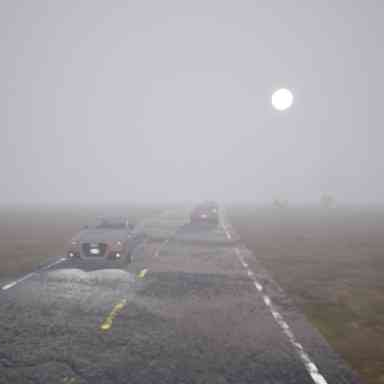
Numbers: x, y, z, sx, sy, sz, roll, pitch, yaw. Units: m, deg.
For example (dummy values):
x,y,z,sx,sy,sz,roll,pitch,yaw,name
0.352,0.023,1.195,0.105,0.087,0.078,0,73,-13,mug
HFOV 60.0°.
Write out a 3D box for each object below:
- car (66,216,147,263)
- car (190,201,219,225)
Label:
x,y,z,sx,sy,sz,roll,pitch,yaw,name
-2.858,1.583,11.959,1.994,1.385,4.181,0,0,2,car
0.917,1.605,24.488,1.994,1.385,4.181,0,0,3,car
